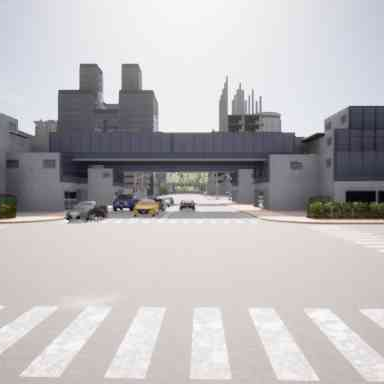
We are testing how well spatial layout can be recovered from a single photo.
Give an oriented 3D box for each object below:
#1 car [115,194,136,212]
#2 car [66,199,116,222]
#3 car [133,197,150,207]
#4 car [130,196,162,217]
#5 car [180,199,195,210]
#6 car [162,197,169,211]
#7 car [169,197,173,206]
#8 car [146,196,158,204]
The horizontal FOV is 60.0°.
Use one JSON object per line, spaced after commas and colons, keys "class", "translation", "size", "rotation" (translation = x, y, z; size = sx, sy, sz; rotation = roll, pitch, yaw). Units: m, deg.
{"class": "car", "translation": [-7.770, 1.232, 39.369], "size": [2.150, 2.045, 5.566], "rotation": [0, 0, 0]}
{"class": "car", "translation": [-8.234, 1.502, 26.588], "size": [2.128, 1.511, 4.902], "rotation": [0, 0, 8]}
{"class": "car", "translation": [-7.742, 1.529, 51.311], "size": [1.812, 1.442, 4.674], "rotation": [0, 0, 0]}
{"class": "car", "translation": [-4.267, 1.486, 31.670], "size": [1.882, 1.535, 5.008], "rotation": [0, 0, 0]}
{"class": "car", "translation": [-0.580, 1.606, 43.418], "size": [1.895, 1.301, 4.718], "rotation": [0, 0, 0]}
{"class": "car", "translation": [-4.271, 1.511, 41.105], "size": [1.837, 1.490, 4.892], "rotation": [0, 0, 0]}
{"class": "car", "translation": [-4.262, 1.530, 50.365], "size": [1.812, 1.442, 4.674], "rotation": [0, 0, 0]}
{"class": "car", "translation": [-7.719, 1.525, 64.750], "size": [1.812, 1.442, 4.674], "rotation": [0, 0, 0]}
